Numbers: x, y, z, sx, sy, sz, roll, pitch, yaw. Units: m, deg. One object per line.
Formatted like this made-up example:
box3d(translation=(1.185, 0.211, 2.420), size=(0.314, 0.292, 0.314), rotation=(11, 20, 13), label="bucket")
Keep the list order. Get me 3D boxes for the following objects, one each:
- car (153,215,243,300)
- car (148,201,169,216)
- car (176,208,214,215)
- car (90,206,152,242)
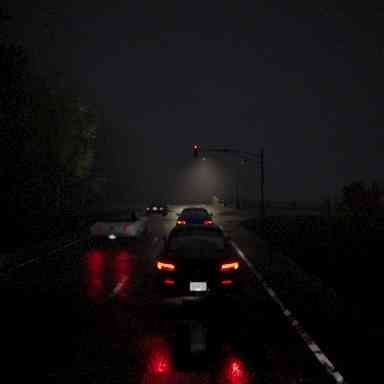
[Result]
box3d(translation=(0.119, 1.525, 8.251), size=(1.812, 1.442, 4.674), rotation=(0, 0, 0), label="car")
box3d(translation=(-3.321, 1.543, 32.150), size=(2.033, 1.411, 5.357), rotation=(0, 0, 0), label="car")
box3d(translation=(0.140, 1.524, 17.125), size=(1.812, 1.442, 4.674), rotation=(0, 0, 0), label="car")
box3d(translation=(-3.360, 1.599, 16.284), size=(1.895, 1.301, 4.718), rotation=(0, 0, 0), label="car")
